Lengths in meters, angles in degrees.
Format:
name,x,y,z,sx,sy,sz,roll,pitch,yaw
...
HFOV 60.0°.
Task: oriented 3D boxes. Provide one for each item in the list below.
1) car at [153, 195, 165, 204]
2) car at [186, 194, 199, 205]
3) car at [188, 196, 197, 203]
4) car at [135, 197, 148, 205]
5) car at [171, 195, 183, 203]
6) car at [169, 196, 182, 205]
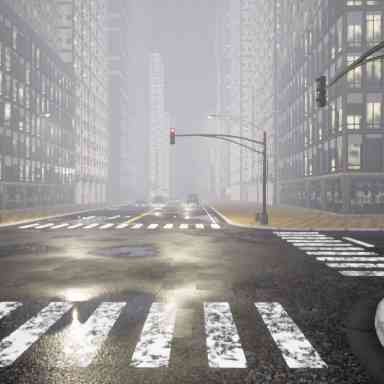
name,x,y,z,sx,sy,sz,roll,pitch,yaw
car,-6.381,1.468,64.321,2.097,1.767,4.553,0,0,0
car,0.111,1.323,60.142,2.150,2.045,5.566,0,0,0
car,0.130,1.541,70.529,1.994,1.385,4.181,0,0,0
car,-9.631,1.664,64.296,2.033,1.411,5.357,0,0,0
car,-3.121,1.495,70.118,2.128,1.511,4.902,0,0,0
car,-3.139,1.702,60.146,1.895,1.301,4.718,0,0,0
